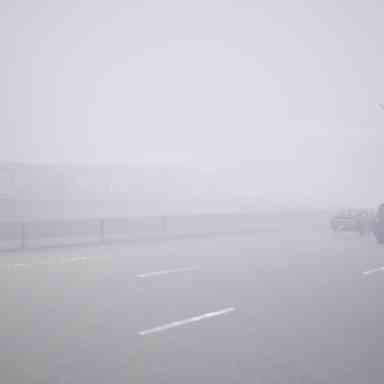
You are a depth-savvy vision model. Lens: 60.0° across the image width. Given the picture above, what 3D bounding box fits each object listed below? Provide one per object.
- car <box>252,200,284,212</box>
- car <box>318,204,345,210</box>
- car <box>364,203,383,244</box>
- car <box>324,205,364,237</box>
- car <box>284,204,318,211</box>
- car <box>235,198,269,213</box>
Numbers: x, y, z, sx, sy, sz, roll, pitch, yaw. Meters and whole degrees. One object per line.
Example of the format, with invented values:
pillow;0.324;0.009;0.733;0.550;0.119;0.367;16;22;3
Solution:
car;10.484;2.103;42.194;5.357;1.411;2.033;1;-1;-37
car;16.908;2.112;38.306;4.181;1.385;1.994;1;-1;-37
car;10.961;1.477;16.190;5.566;2.045;2.150;1;-1;-36
car;10.282;1.788;20.038;4.902;1.511;2.128;1;-1;-36
car;13.539;2.114;40.142;4.181;1.385;1.994;1;-1;-37
car;8.398;1.798;45.012;5.566;2.045;2.150;1;-1;-36
